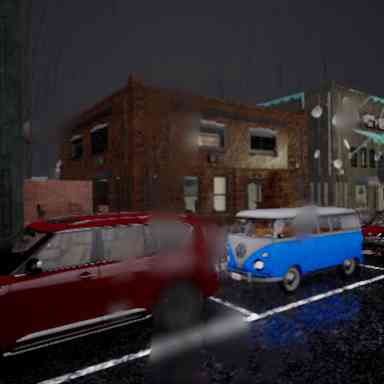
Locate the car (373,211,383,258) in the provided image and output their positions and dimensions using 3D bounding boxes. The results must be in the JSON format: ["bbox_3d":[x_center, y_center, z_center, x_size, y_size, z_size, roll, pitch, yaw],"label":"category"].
[{"bbox_3d":[7.190,1.371,11.698,4.097,1.590,1.967,0,0,-36],"label":"car"}]

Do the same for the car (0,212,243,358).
[{"bbox_3d":[-1.843,1.307,5.252,5.009,1.841,2.192,0,0,-36],"label":"car"}]

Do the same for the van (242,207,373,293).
[{"bbox_3d":[2.672,1.303,8.475,3.998,1.788,1.690,0,0,-36],"label":"van"}]
